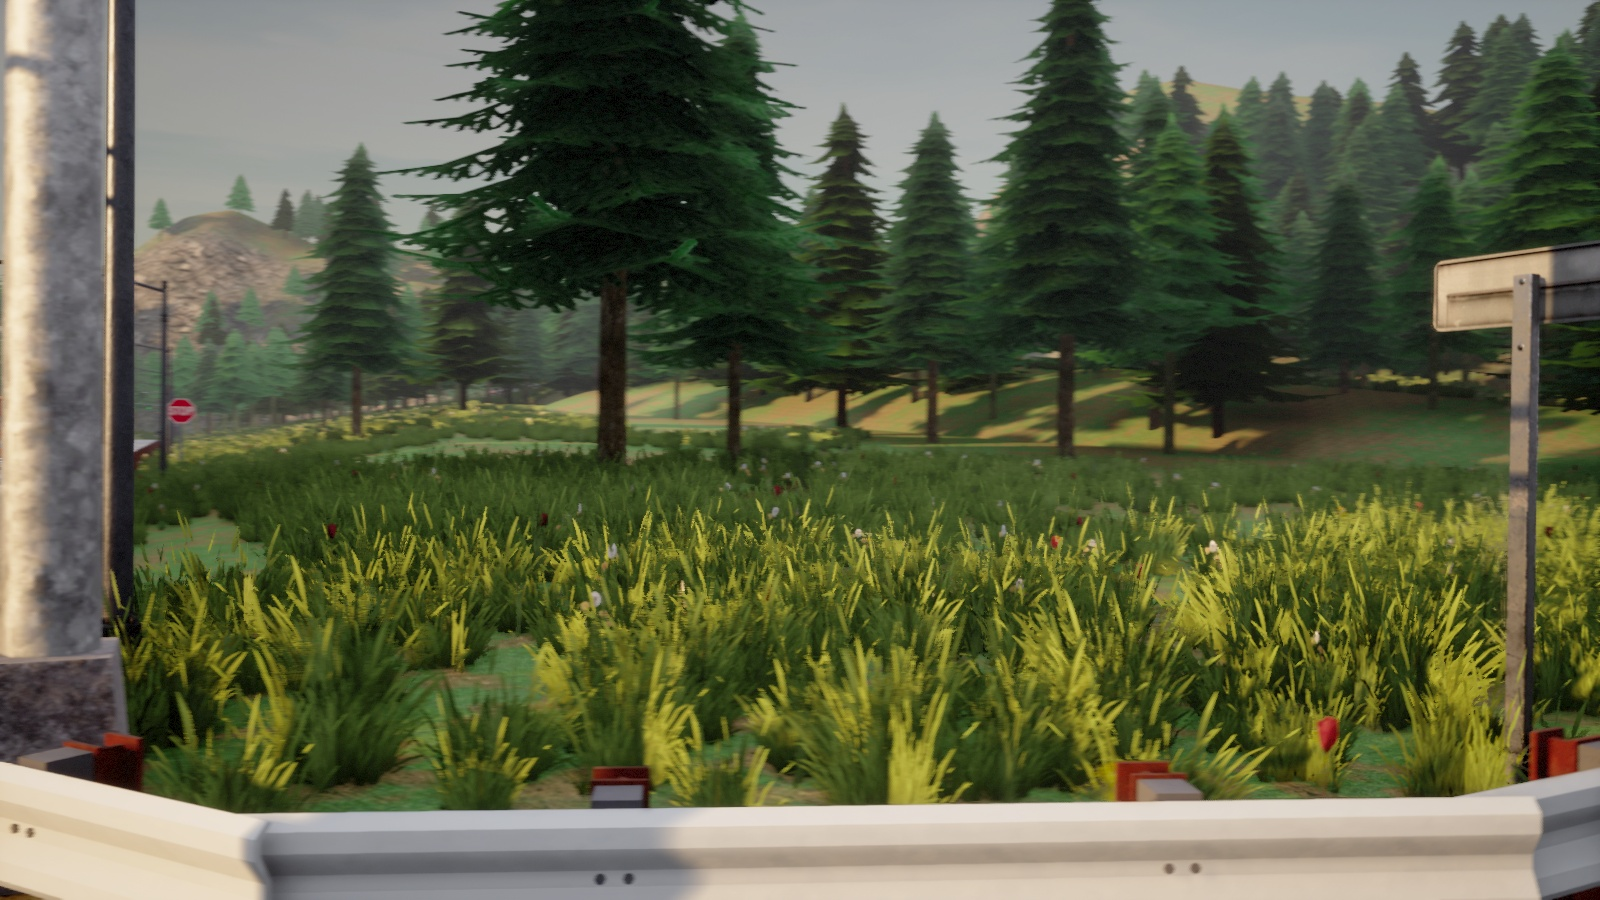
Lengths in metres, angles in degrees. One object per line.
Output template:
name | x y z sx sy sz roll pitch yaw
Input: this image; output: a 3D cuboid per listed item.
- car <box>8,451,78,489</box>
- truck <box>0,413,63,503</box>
car | -28.972 0.731 48.157 1.895 1.301 4.718 -1 1 -26
truck | -23.252 0.200 36.627 2.627 2.467 5.204 -1 1 -26
